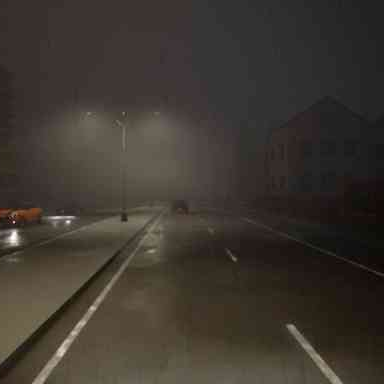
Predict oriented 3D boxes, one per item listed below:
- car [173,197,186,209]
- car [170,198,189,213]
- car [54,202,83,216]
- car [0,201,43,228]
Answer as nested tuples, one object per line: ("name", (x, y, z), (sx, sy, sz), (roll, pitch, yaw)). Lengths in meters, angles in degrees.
("car", (-1.788, 1.544, 48.400), (1.812, 1.442, 4.674), (-1, 0, -2))
("car", (-1.339, 1.519, 36.659), (1.837, 1.490, 4.892), (-1, 0, -2))
("car", (-12.849, 1.719, 34.865), (1.994, 1.385, 4.181), (-1, 0, -2))
("car", (-12.445, 1.504, 23.617), (2.097, 1.767, 4.553), (-1, 0, -2))
